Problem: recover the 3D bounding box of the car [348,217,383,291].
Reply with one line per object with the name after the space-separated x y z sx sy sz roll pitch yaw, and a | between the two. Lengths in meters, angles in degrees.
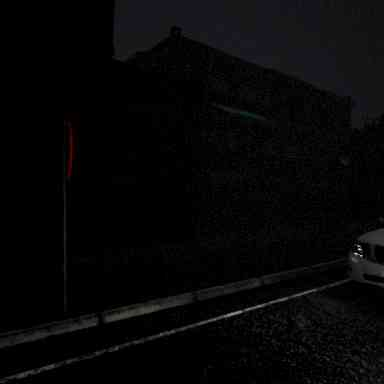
6.021 1.198 7.885 5.566 2.045 2.150 0 0 -36 | car
